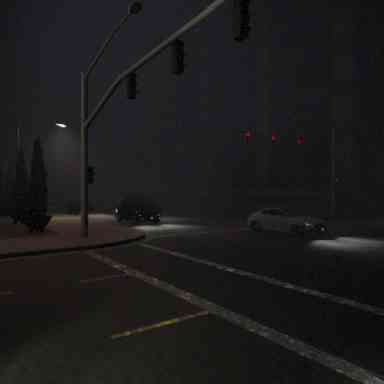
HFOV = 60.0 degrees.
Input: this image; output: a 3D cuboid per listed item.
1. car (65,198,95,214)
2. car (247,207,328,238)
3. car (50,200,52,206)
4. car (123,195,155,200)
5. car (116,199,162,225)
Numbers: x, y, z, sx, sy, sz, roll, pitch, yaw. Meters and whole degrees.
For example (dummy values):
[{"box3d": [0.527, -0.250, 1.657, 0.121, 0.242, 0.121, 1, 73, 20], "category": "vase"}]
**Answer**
[{"box3d": [-12.255, 1.656, 36.715, 1.895, 1.301, 4.718, 0, 0, -35], "category": "car"}, {"box3d": [5.021, 1.550, 18.067, 1.812, 1.442, 4.674, 0, 0, -35], "category": "car"}, {"box3d": [-24.144, 1.411, 53.933, 2.097, 1.767, 4.553, 0, 0, -35], "category": "car"}, {"box3d": [-5.067, 1.276, 32.522, 2.150, 2.045, 5.566, 0, 0, -35], "category": "car"}, {"box3d": [-4.174, 1.560, 25.122, 1.837, 1.490, 4.892, 0, 0, -35], "category": "car"}]
